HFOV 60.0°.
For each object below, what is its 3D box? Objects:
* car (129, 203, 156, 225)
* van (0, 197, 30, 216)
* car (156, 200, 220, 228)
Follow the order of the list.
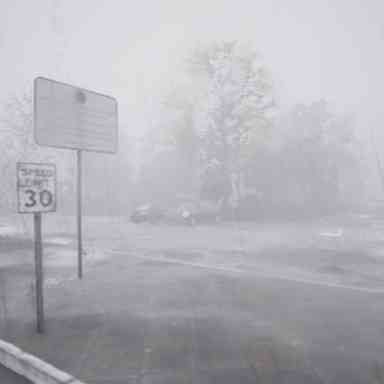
[{"bbox_3d":[-2.574,1.558,24.357,2.002,1.452,4.674,0,0,35],"label":"car"},{"bbox_3d":[-19.653,1.524,36.225,1.878,1.987,4.442,-2,-1,35],"label":"van"},{"bbox_3d":[0.047,1.377,22.574,2.185,1.767,4.553,0,0,35],"label":"car"}]
